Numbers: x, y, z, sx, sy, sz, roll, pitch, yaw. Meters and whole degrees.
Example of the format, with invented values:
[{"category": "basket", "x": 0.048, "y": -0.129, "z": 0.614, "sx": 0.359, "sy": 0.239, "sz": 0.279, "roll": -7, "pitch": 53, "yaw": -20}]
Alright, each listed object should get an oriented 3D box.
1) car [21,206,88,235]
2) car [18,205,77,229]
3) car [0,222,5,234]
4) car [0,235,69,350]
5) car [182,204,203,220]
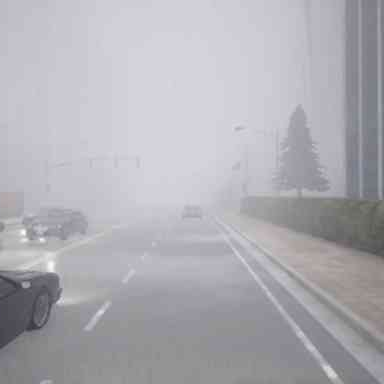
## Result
[{"category": "car", "x": -7.085, "y": 1.658, "z": 17.980, "sx": 2.128, "sy": 1.511, "sz": 4.902, "roll": 0, "pitch": -1, "yaw": 0}, {"category": "car", "x": -10.548, "y": 1.776, "z": 24.855, "sx": 2.033, "sy": 1.411, "sz": 5.357, "roll": 0, "pitch": -1, "yaw": 1}, {"category": "car", "x": -7.098, "y": 1.681, "z": 8.651, "sx": 1.895, "sy": 1.301, "sz": 4.718, "roll": 0, "pitch": -1, "yaw": 0}, {"category": "car", "x": -3.399, "y": 1.584, "z": 3.924, "sx": 2.033, "sy": 1.411, "sz": 5.357, "roll": 0, "pitch": -1, "yaw": 0}, {"category": "car", "x": 0.007, "y": 1.835, "z": 31.057, "sx": 2.033, "sy": 1.411, "sz": 5.357, "roll": 0, "pitch": -1, "yaw": 0}]
